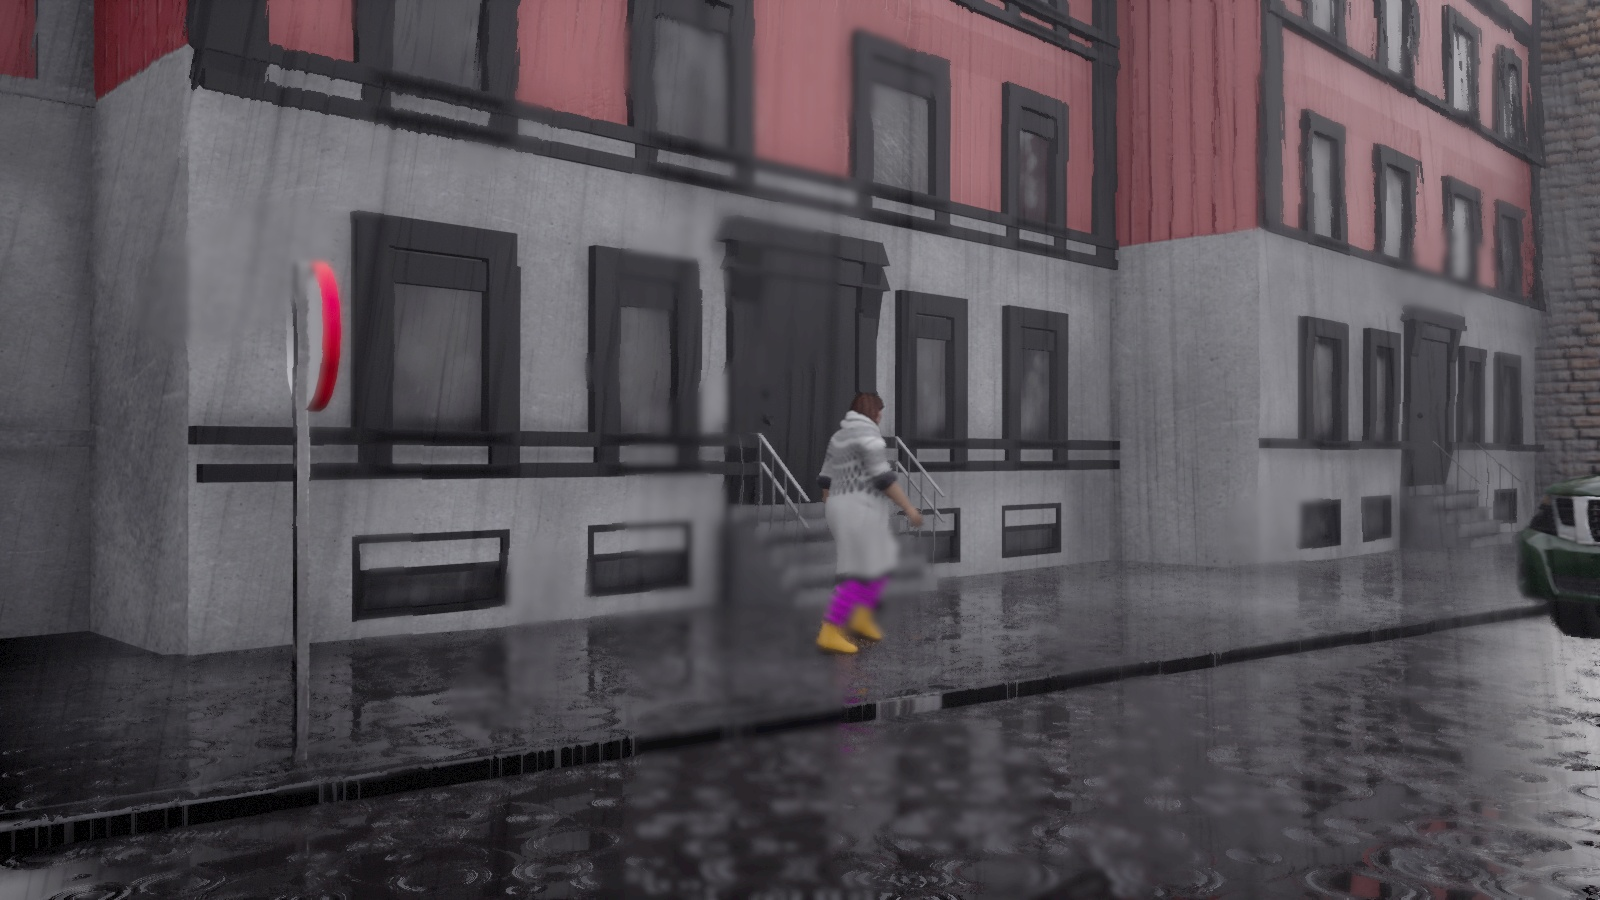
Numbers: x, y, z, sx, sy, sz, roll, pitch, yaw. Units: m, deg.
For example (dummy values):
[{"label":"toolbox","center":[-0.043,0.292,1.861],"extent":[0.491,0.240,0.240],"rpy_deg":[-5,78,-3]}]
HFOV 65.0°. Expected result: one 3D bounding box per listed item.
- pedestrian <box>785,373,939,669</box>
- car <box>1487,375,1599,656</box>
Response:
[{"label":"pedestrian","center":[0.423,0.467,8.731],"extent":[0.873,1.952,0.659],"rpy_deg":[0,0,-20]},{"label":"car","center":[8.385,0.471,10.199],"extent":[5.566,2.045,2.150],"rpy_deg":[0,0,-27]}]
